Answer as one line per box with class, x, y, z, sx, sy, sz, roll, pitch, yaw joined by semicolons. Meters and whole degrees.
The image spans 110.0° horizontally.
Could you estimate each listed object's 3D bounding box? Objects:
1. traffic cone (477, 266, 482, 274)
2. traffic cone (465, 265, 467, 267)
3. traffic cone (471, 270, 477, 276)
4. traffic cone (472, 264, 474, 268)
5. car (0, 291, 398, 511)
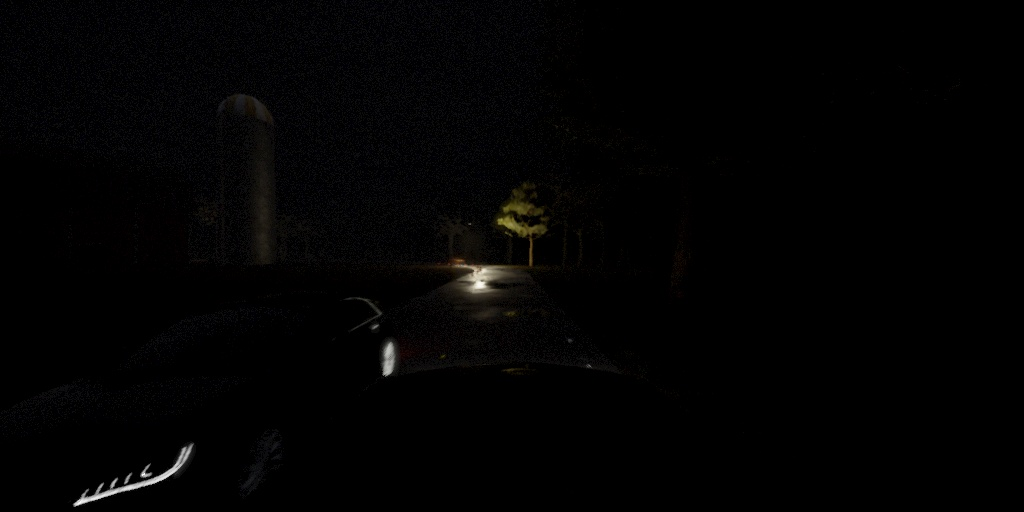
traffic cone;-3.848;1.689;40.055;0.340;0.580;0.340;0;0;0
traffic cone;-8.153;1.594;63.481;0.340;0.580;0.340;0;0;-23
traffic cone;-3.849;1.692;35.054;0.340;0.580;0.340;0;0;0
traffic cone;-6.481;1.631;59.004;0.340;0.580;0.340;0;0;-18
car;-2.849;1.254;4.290;1.837;1.490;4.892;0;0;0
